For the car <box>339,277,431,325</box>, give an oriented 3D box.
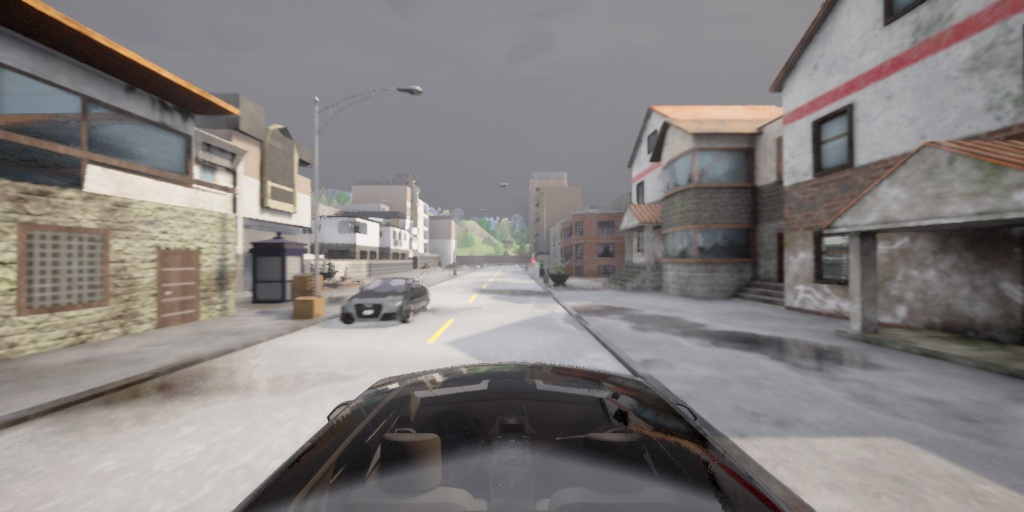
[{"bbox_3d":[-4.104,1.424,12.235,1.994,1.385,4.181,0,0,0],"label":"car"}]
